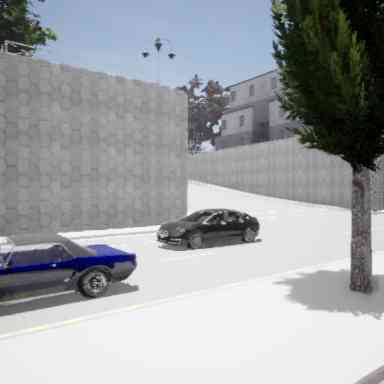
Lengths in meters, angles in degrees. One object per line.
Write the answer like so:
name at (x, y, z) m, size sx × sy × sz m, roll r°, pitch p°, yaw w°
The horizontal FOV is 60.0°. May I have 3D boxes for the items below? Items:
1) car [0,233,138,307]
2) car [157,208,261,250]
car at (-3.650, 1.599, 6.917) m, size 4.718 × 1.301 × 1.895 m, roll 0°, pitch 0°, yaw -35°
car at (0.835, 1.484, 14.321) m, size 4.892 × 1.490 × 1.837 m, roll 0°, pitch 1°, yaw -35°
